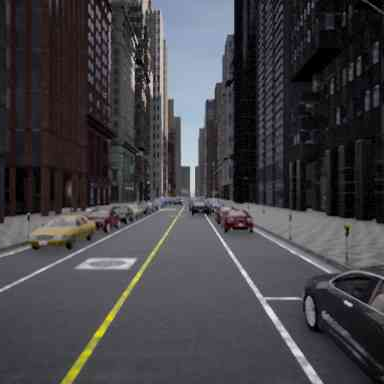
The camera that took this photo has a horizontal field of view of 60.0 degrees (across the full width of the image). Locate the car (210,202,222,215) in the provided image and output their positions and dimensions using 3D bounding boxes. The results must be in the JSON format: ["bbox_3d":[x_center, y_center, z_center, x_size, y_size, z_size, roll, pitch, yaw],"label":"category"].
[{"bbox_3d":[2.765,1.793,26.721,1.887,1.381,4.507,0,-1,0],"label":"car"}]

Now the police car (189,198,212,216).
[{"bbox_3d":[0.904,1.774,37.289,1.930,1.638,5.238,0,-1,0],"label":"police car"}]

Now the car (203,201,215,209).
[{"bbox_3d":[2.767,2.106,54.900,1.802,1.307,4.206,0,-1,0],"label":"car"}]

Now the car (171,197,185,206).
[{"bbox_3d":[-2.991,2.284,70.928,1.895,1.301,4.718,0,-1,0],"label":"car"}]

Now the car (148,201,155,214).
[{"bbox_3d":[-5.759,1.922,37.976,1.947,1.339,4.313,0,-1,0],"label":"car"}]

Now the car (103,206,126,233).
[{"bbox_3d":[-5.761,1.740,21.068,1.887,1.381,4.507,0,-1,0],"label":"car"}]

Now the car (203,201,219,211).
[{"bbox_3d":[2.767,2.018,49.265,2.008,1.369,4.403,0,-1,0],"label":"car"}]

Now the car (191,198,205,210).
[{"bbox_3d":[0.906,1.857,53.150,2.097,1.767,4.553,0,-1,0],"label":"car"}]

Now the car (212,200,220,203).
[{"bbox_3d":[2.766,1.907,37.992,2.008,1.369,4.403,0,-1,0],"label":"car"}]

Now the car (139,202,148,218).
[{"bbox_3d":[-5.760,1.825,32.170,1.752,1.417,4.829,0,-1,0],"label":"car"}]

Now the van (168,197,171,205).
[{"bbox_3d":[-5.757,1.981,66.160,1.690,1.788,3.998,0,-1,0],"label":"van"}]

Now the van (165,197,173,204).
[{"bbox_3d":[-5.755,2.159,83.068,1.690,1.788,3.998,0,-1,0],"label":"van"}]

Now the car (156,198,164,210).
[{"bbox_3d":[-5.758,2.033,49.249,1.947,1.339,4.313,0,-1,0],"label":"car"}]

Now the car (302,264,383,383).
[{"bbox_3d":[2.762,1.590,4.177,2.008,1.369,4.403,0,-1,0],"label":"car"}]

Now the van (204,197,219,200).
[{"bbox_3d":[2.766,1.752,43.630,1.690,1.788,3.998,0,-1,0],"label":"van"}]

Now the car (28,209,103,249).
[{"bbox_3d":[-5.762,1.667,15.262,1.752,1.417,4.829,0,-1,0],"label":"car"}]

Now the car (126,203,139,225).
[{"bbox_3d":[-5.760,1.814,26.704,1.947,1.339,4.313,0,-1,0],"label":"car"}]

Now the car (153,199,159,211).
[{"bbox_3d":[-5.759,1.993,43.613,1.802,1.307,4.206,0,-1,0],"label":"car"}]

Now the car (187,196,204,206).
[{"bbox_3d":[0.682,1.790,47.184,2.097,1.767,4.553,-1,0,2],"label":"car"}]

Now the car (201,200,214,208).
[{"bbox_3d":[2.768,2.133,60.537,2.008,1.369,4.403,0,-1,0],"label":"car"}]

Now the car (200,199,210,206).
[{"bbox_3d":[2.769,2.244,71.808,1.887,1.381,4.507,0,-1,0],"label":"car"}]

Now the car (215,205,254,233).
[{"bbox_3d":[2.764,1.740,21.085,1.887,1.381,4.507,0,-1,0],"label":"car"}]

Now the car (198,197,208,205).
[{"bbox_3d":[2.770,2.133,83.082,2.192,1.841,5.009,0,-1,0],"label":"car"}]

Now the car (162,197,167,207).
[{"bbox_3d":[-5.758,1.964,54.887,1.967,1.590,4.097,0,-1,0],"label":"car"}]
